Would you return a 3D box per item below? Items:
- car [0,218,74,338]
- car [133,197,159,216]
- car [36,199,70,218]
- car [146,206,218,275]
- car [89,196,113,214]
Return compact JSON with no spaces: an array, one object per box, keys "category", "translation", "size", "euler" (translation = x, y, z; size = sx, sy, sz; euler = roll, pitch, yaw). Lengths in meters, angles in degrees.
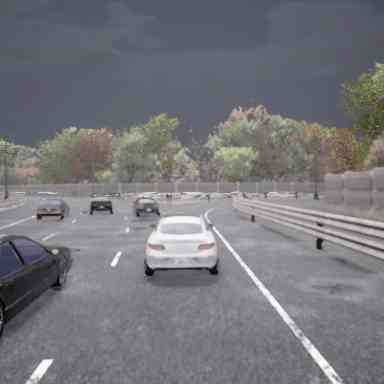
[{"category":"car","translation":[-3.734,1.480,5.903],"size":[2.033,1.411,5.357],"euler":[0,1,-4]},{"category":"car","translation":[-3.827,1.158,27.405],"size":[1.812,1.442,4.674],"euler":[0,1,-14]},{"category":"car","translation":[-10.373,1.243,25.064],"size":[2.033,1.411,5.357],"euler":[0,1,-15]},{"category":"car","translation":[-0.297,1.387,9.897],"size":[1.812,1.442,4.674],"euler":[0,1,-1]},{"category":"car","translation":[-8.298,1.089,30.352],"size":[1.882,1.535,5.008],"euler":[0,1,-16]}]
